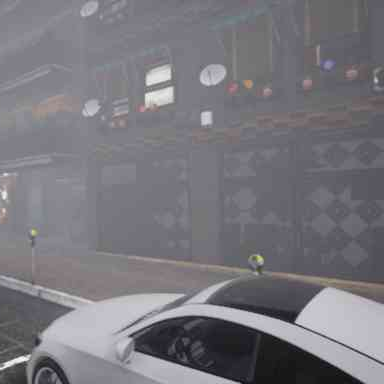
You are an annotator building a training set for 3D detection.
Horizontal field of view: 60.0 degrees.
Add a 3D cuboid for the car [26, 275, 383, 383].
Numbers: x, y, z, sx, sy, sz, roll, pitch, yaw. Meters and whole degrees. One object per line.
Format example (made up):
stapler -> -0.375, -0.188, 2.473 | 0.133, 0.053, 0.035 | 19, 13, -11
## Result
car -> 0.442, 1.533, 2.964 | 4.674, 1.442, 1.812 | 0, 0, 35
